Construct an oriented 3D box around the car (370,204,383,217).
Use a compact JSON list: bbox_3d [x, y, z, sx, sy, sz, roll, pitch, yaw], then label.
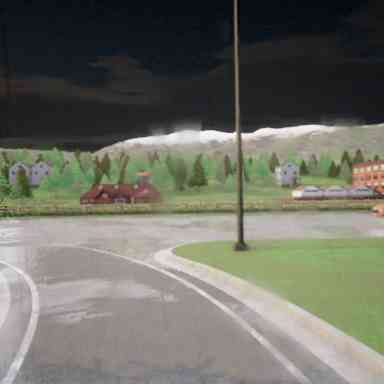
[{"bbox_3d":[18.319,1.364,29.441,4.553,1.767,2.097,-1,-1,-1],"label":"car"}]
